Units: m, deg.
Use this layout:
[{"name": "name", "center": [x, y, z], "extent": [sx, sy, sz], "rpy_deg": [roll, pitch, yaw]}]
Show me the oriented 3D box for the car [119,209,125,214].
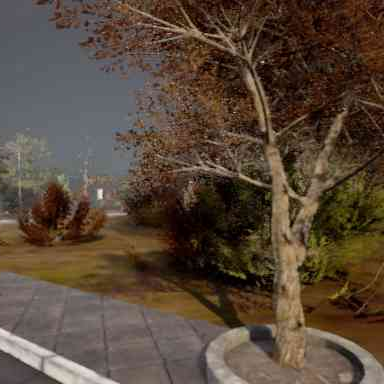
[{"name": "car", "center": [-12.352, 3.492, 66.031], "extent": [2.128, 1.511, 4.902], "rpy_deg": [-4, -3, 32]}]
